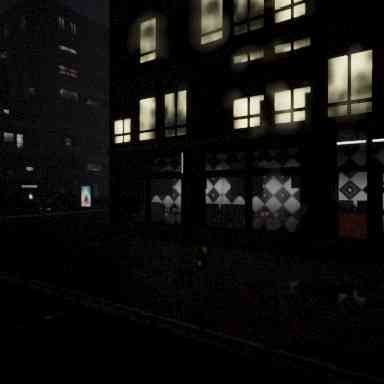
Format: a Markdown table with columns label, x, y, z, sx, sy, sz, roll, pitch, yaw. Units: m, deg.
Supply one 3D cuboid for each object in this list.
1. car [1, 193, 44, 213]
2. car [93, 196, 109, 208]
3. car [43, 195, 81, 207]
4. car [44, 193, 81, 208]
| label | x | y | z | sx | sy | sz | roll | pitch | yaw |
| --- | --- | --- | --- | --- | --- | --- | --- | --- | --- |
| car | -16.185 | 1.029 | 29.106 | 2.192 | 1.841 | 5.009 | 1 | 2 | 35 |
| car | -9.837 | 1.072 | 38.210 | 1.947 | 1.339 | 4.313 | 1 | 2 | 35 |
| car | -16.745 | 1.074 | 42.954 | 1.802 | 1.307 | 4.206 | 1 | 2 | 35 |
| car | -15.676 | 0.883 | 39.983 | 2.097 | 1.767 | 4.553 | 0 | 1 | 35 |
